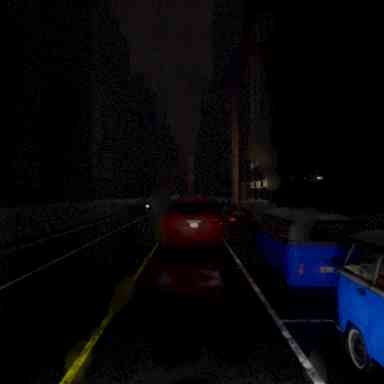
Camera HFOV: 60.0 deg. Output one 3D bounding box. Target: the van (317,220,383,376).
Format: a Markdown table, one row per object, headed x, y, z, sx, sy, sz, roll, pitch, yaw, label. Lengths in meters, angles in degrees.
| x | y | z | sx | sy | sz | roll | pitch | yaw | label |
| --- | --- | --- | --- | --- | --- | --- | --- | --- | --- |
| 2.764 | 1.347 | 3.014 | 1.690 | 1.788 | 3.998 | 0 | 0 | 0 | van |

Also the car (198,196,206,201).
| x | y | z | sx | sy | sz | roll | pitch | yaw | label |
| --- | --- | --- | --- | --- | --- | --- | --- | --- | --- |
| 2.784 | 1.821 | 93.854 | 1.947 | 1.339 | 4.313 | 0 | 0 | 0 | car |

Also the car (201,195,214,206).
| x | y | z | sx | sy | sz | roll | pitch | yaw | label |
| --- | --- | --- | --- | --- | --- | --- | --- | --- | --- |
| 2.776 | 1.466 | 59.789 | 2.192 | 1.841 | 5.009 | 0 | 0 | 0 | car |

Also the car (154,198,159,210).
| x | y | z | sx | sy | sz | roll | pitch | yaw | label |
| --- | --- | --- | --- | --- | --- | --- | --- | --- | --- |
| -5.752 | 1.546 | 42.755 | 1.967 | 1.590 | 4.097 | 0 | 0 | 0 | car |

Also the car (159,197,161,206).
| x | y | z | sx | sy | sz | roll | pitch | yaw | label |
| --- | --- | --- | --- | --- | --- | --- | --- | --- | --- |
| -3.078 | 1.637 | 44.848 | 1.812 | 1.442 | 4.674 | 0 | 0 | 0 | car |

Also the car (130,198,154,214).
| x | y | z | sx | sy | sz | roll | pitch | yaw | label |
| --- | --- | --- | --- | --- | --- | --- | --- | --- | --- |
| -5.754 | 1.642 | 37.078 | 2.008 | 1.369 | 4.403 | 0 | 0 | 0 | car |

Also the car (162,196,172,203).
| x | y | z | sx | sy | sz | roll | pitch | yaw | label |
| --- | --- | --- | --- | --- | --- | --- | --- | --- | --- |
| -5.745 | 1.724 | 76.649 | 1.752 | 1.417 | 4.829 | 0 | 0 | 0 | car |

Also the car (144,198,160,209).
| x | y | z | sx | sy | sz | roll | pitch | yaw | label |
| --- | --- | --- | --- | --- | --- | --- | --- | --- | --- |
| -5.751 | 1.646 | 48.262 | 1.752 | 1.417 | 4.829 | 0 | 0 | 0 | car |

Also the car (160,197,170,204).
| x | y | z | sx | sy | sz | roll | pitch | yaw | label |
| --- | --- | --- | --- | --- | --- | --- | --- | --- | --- |
| -5.746 | 1.727 | 71.142 | 1.887 | 1.381 | 4.507 | 0 | 0 | 0 | car |

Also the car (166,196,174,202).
| x | y | z | sx | sy | sz | roll | pitch | yaw | label |
| --- | --- | --- | --- | --- | --- | --- | --- | --- | --- |
| -5.742 | 1.802 | 88.174 | 1.947 | 1.339 | 4.313 | 0 | 0 | 0 | car |

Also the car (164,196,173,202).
| x | y | z | sx | sy | sz | roll | pitch | yaw | label |
| --- | --- | --- | --- | --- | --- | --- | --- | --- | --- |
| -5.743 | 1.762 | 82.496 | 1.887 | 1.381 | 4.507 | 0 | 0 | 0 | car |

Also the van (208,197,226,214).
| x | y | z | sx | sy | sz | roll | pitch | yaw | label |
| --- | --- | --- | --- | --- | --- | --- | --- | --- | --- |
| 2.771 | 1.432 | 37.079 | 1.690 | 1.788 | 3.998 | 0 | 0 | 0 | van |

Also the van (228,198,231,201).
| x | y | z | sx | sy | sz | roll | pitch | yaw | label |
| --- | --- | --- | --- | --- | --- | --- | --- | --- | --- |
| 2.770 | 1.417 | 31.401 | 1.690 | 1.788 | 3.998 | 0 | 0 | 0 | van |

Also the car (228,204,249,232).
| x | y | z | sx | sy | sz | roll | pitch | yaw | label |
| --- | --- | --- | --- | --- | --- | --- | --- | --- | --- |
| 2.767 | 1.628 | 20.045 | 1.802 | 1.307 | 4.206 | 0 | 0 | 0 | car |

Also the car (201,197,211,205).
| x | y | z | sx | sy | sz | roll | pitch | yaw | label |
| --- | --- | --- | --- | --- | --- | --- | --- | --- | --- |
| 2.778 | 1.692 | 65.636 | 1.752 | 1.417 | 4.829 | 0 | 0 | 0 | car |

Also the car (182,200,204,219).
| x | y | z | sx | sy | sz | roll | pitch | yaw | label |
| --- | --- | --- | --- | --- | --- | --- | --- | --- | --- |
| 0.094 | 1.578 | 30.594 | 1.837 | 1.490 | 4.892 | 0 | 0 | 0 | car |

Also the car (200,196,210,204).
| x | y | z | sx | sy | sz | roll | pitch | yaw | label |
| --- | --- | --- | --- | --- | --- | --- | --- | --- | --- |
| 2.779 | 1.622 | 71.145 | 1.967 | 1.590 | 4.097 | 0 | 0 | 0 | car |

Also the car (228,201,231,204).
| x | y | z | sx | sy | sz | roll | pitch | yaw | label |
| --- | --- | --- | --- | --- | --- | --- | --- | --- | --- |
| 2.769 | 1.643 | 25.723 | 1.802 | 1.307 | 4.206 | 0 | 0 | 0 | car |

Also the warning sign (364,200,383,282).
| x | y | z | sx | sy | sz | roll | pitch | yaw | label |
| --- | --- | --- | --- | --- | --- | --- | --- | --- | --- |
| 5.069 | 1.132 | 7.996 | 1.300 | 1.860 | 1.060 | 0 | 0 | 0 | warning sign |

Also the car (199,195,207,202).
| x | y | z | sx | sy | sz | roll | pitch | yaw | label |
| --- | --- | --- | --- | --- | --- | --- | --- | --- | --- |
| 2.783 | 1.676 | 88.177 | 1.967 | 1.590 | 4.097 | 0 | 0 | 0 | car |

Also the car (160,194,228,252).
| x | y | z | sx | sy | sz | roll | pitch | yaw | label |
| --- | --- | --- | --- | --- | --- | --- | --- | --- | --- |
| 0.087 | 1.252 | 14.217 | 2.150 | 2.045 | 5.566 | 0 | 0 | 0 | car |

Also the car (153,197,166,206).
| x | y | z | sx | sy | sz | roll | pitch | yaw | label |
| --- | --- | --- | --- | --- | --- | --- | --- | --- | --- |
| -5.749 | 1.675 | 59.616 | 1.752 | 1.417 | 4.829 | 0 | 0 | 0 | car |

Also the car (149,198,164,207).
| x | y | z | sx | sy | sz | roll | pitch | yaw | label |
| --- | --- | --- | --- | --- | --- | --- | --- | --- | --- |
| -5.750 | 1.701 | 54.110 | 1.947 | 1.339 | 4.313 | 0 | 0 | 0 | car |

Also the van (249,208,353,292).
| x | y | z | sx | sy | sz | roll | pitch | yaw | label |
| --- | --- | --- | --- | --- | --- | --- | --- | --- | --- |
| 2.765 | 1.360 | 8.691 | 1.690 | 1.788 | 3.998 | 0 | 0 | 0 | van |
